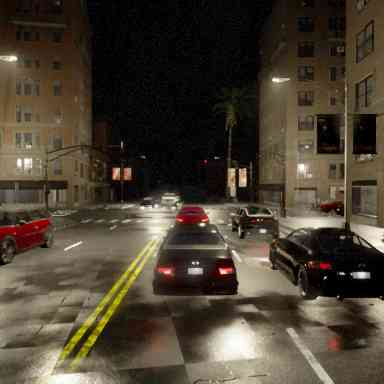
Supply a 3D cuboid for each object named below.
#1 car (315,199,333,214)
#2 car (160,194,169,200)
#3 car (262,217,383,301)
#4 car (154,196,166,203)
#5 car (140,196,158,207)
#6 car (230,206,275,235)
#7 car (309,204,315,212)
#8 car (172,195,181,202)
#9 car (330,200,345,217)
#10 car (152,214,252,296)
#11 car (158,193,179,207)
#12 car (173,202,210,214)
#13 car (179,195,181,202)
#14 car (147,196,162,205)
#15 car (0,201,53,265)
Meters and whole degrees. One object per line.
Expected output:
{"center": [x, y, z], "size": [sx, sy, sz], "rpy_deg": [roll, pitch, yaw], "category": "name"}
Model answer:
{"center": [15.905, 1.632, 34.620], "size": [5.008, 1.535, 1.882], "rpy_deg": [0, 1, 1], "category": "car"}
{"center": [-6.916, 1.361, 84.758], "size": [1.812, 1.442, 4.674], "rpy_deg": [0, 0, 0], "category": "car"}
{"center": [3.268, 1.562, 8.376], "size": [1.994, 1.385, 4.181], "rpy_deg": [0, 0, 1], "category": "car"}
{"center": [-6.851, 1.522, 71.291], "size": [2.033, 1.411, 5.357], "rpy_deg": [0, 0, 0], "category": "car"}
{"center": [-6.855, 1.556, 52.122], "size": [1.994, 1.385, 4.181], "rpy_deg": [0, 0, -1], "category": "car"}
{"center": [3.165, 1.502, 17.289], "size": [1.837, 1.490, 4.892], "rpy_deg": [0, 0, 0], "category": "car"}
{"center": [15.836, 1.601, 37.736], "size": [4.902, 1.511, 2.128], "rpy_deg": [0, 1, 2], "category": "car"}
{"center": [-3.636, 1.446, 78.528], "size": [1.882, 1.535, 5.008], "rpy_deg": [0, 0, 0], "category": "car"}
{"center": [16.057, 1.762, 31.797], "size": [4.313, 1.339, 1.947], "rpy_deg": [0, 0, 0], "category": "car"}
{"center": [0.049, 1.546, 8.805], "size": [2.033, 1.411, 5.357], "rpy_deg": [0, 0, 0], "category": "car"}
{"center": [-3.601, 1.214, 53.004], "size": [2.150, 2.045, 5.566], "rpy_deg": [0, 0, 0], "category": "car"}
{"center": [0.011, 1.522, 18.331], "size": [1.812, 1.442, 4.674], "rpy_deg": [0, 0, 0], "category": "car"}
{"center": [-3.595, 1.209, 68.253], "size": [2.150, 2.045, 5.566], "rpy_deg": [0, 0, 0], "category": "car"}
{"center": [-6.868, 1.482, 60.951], "size": [2.128, 1.511, 4.902], "rpy_deg": [0, 0, 0], "category": "car"}
{"center": [-6.657, 1.349, 11.563], "size": [2.097, 1.767, 4.553], "rpy_deg": [0, 0, 0], "category": "car"}
